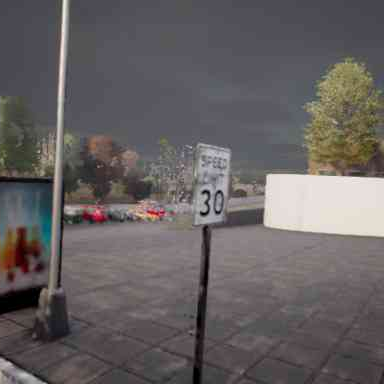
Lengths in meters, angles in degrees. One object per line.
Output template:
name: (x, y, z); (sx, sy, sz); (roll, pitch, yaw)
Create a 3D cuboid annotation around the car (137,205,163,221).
car: (-7.481, 3.246, 47.986); (5.366, 1.575, 1.946); (6, 2, 16)

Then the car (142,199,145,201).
car: (-10.019, 2.309, 73.457); (2.097, 1.767, 4.553); (6, 2, 36)

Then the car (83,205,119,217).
car: (-13.319, 2.724, 48.789); (1.837, 1.490, 4.892); (6, 2, 36)

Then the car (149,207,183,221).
car: (-4.131, 3.434, 52.906); (4.792, 1.488, 2.163); (6, 2, 16)

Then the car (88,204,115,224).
car: (-12.953, 2.719, 40.726); (5.566, 2.045, 2.435); (6, 2, 16)

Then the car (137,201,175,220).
car: (-5.856, 3.069, 50.459); (5.566, 2.045, 2.435); (6, 2, 16)

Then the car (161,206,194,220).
car: (-2.404, 3.491, 55.340); (4.892, 1.521, 2.231); (6, 2, 16)

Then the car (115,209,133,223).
car: (-11.127, 2.811, 43.151); (5.566, 2.045, 2.435); (6, 2, 16)

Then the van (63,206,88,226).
van: (-14.816, 2.648, 38.327); (4.442, 1.987, 1.878); (6, 2, 16)

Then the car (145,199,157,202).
car: (-7.626, 2.746, 71.690); (1.994, 1.385, 4.181); (6, 2, 36)

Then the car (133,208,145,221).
car: (-9.423, 3.184, 45.605); (4.674, 1.452, 2.002); (6, 2, 16)
